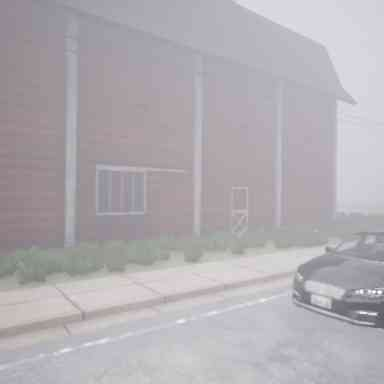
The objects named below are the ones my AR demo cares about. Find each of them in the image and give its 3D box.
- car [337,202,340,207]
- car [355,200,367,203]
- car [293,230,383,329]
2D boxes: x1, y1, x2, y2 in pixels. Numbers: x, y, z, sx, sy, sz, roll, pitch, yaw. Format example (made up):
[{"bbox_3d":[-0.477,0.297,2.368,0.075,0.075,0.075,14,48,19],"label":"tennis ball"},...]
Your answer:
[{"bbox_3d":[22.098,2.129,53.532,4.193,1.474,1.816,1,-1,-36],"label":"car"},{"bbox_3d":[31.750,2.306,62.118,3.905,1.438,1.784,1,-1,-36],"label":"car"},{"bbox_3d":[4.139,1.585,6.965,4.902,1.511,2.128,1,-1,-36],"label":"car"}]
